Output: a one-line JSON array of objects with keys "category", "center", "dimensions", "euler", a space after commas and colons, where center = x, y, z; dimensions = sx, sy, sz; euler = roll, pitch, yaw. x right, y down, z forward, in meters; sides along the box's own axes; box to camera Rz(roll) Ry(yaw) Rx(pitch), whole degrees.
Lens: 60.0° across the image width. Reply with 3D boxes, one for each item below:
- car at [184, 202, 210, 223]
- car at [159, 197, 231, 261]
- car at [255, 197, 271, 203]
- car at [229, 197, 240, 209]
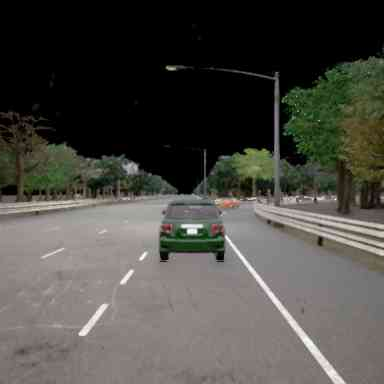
[{"category": "car", "center": [0.501, 1.664, 28.043], "dimensions": [1.812, 1.442, 4.674], "euler": [0, 0, 5]}, {"category": "car", "center": [0.003, 1.281, 12.640], "dimensions": [2.150, 2.045, 5.566], "euler": [0, 0, 0]}, {"category": "car", "center": [14.421, 1.771, 67.151], "dimensions": [1.882, 1.535, 5.008], "euler": [-1, 0, 34]}, {"category": "car", "center": [5.927, 1.586, 50.897], "dimensions": [2.097, 1.767, 4.553], "euler": [0, 0, 21]}]
